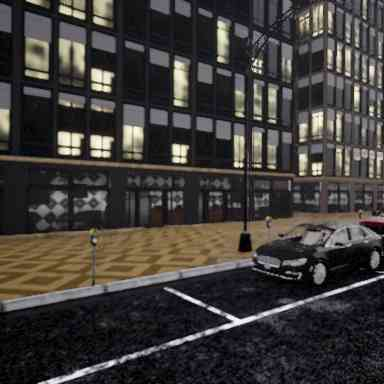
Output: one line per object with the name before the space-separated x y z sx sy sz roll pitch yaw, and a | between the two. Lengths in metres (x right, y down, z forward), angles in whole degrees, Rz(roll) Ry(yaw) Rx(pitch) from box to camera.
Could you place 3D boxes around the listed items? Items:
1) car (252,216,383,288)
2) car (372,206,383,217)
car | 3.554 1.505 9.078 4.403 1.369 2.008 0 1 -35
car | 8.161 1.237 12.359 5.009 1.841 2.192 0 1 -35
